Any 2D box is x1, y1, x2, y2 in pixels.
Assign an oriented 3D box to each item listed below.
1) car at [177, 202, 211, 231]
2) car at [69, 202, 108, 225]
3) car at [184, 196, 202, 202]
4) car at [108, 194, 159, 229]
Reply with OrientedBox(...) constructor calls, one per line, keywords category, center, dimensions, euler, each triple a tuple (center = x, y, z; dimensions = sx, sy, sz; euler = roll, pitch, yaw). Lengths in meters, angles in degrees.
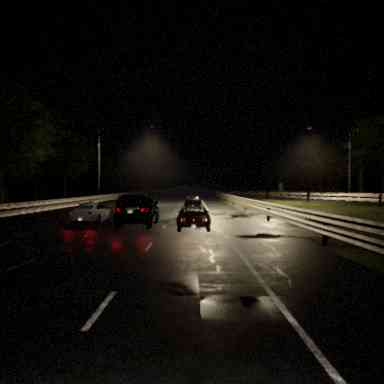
OrientedBox(category="car", center=(0.096, 1.529, 20.152), dimensions=(1.895, 1.301, 4.718), euler=(0, 1, 0))
OrientedBox(category="car", center=(-6.890, 1.429, 22.795), dimensions=(1.812, 1.442, 4.674), euler=(0, 1, 0))
OrientedBox(category="car", center=(0.093, 1.174, 37.977), dimensions=(2.128, 1.511, 4.902), euler=(0, 1, 0))
OrientedBox(category="car", center=(-3.406, 1.142, 21.020), dimensions=(2.150, 2.045, 5.566), euler=(0, 1, 0))
